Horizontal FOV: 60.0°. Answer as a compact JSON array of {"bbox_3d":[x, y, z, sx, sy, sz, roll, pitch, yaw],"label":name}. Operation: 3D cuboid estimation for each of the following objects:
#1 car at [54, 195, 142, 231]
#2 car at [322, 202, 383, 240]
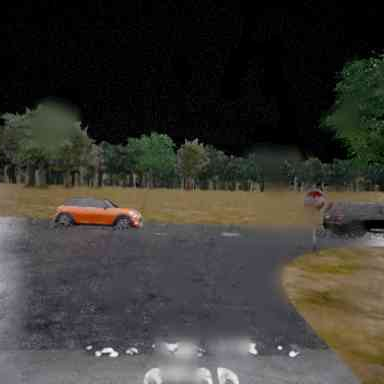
[{"bbox_3d":[-5.066,1.125,18.458,4.553,1.767,2.097,2,-2,-3],"label":"car"},{"bbox_3d":[10.428,1.657,19.194,5.566,2.045,2.150,2,-2,-3],"label":"car"}]
